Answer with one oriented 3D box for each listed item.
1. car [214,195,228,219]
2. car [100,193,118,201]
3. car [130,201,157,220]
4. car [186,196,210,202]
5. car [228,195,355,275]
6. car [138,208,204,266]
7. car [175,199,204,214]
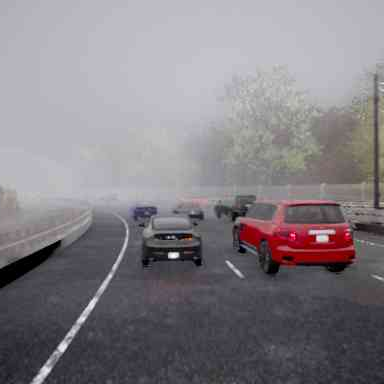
[{"bbox_3d":[3.511,1.218,26.678,2.150,2.045,5.566,0,0,-14],"label":"car"},{"bbox_3d":[-17.350,1.256,69.248,2.150,2.045,5.566,0,0,-39],"label":"car"},{"bbox_3d":[-4.189,1.508,28.373,1.882,1.535,5.008,0,0,-16],"label":"car"},{"bbox_3d":[0.336,1.218,43.668,2.097,1.767,4.553,0,0,-39],"label":"car"},{"bbox_3d":[2.870,1.215,10.662,2.150,2.045,5.566,0,0,-6],"label":"car"},{"bbox_3d":[-0.792,1.513,11.626,1.837,1.490,4.892,0,0,-7],"label":"car"},{"bbox_3d":[-0.441,1.579,27.878,1.994,1.385,4.181,0,0,-15],"label":"car"}]
